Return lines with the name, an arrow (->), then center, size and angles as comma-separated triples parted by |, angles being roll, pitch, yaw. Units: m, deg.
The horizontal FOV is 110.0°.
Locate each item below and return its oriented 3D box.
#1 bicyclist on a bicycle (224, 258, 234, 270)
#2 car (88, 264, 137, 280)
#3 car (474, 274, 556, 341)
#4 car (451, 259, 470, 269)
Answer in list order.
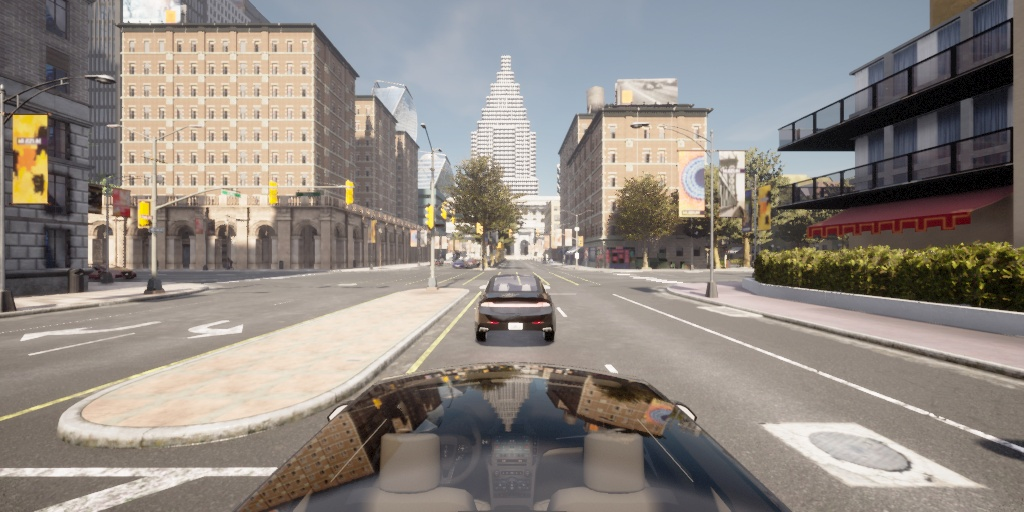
bicyclist on a bicycle -> -37.237, 1.050, 47.246 | 0.582, 1.620, 1.656 | 0, 0, 0
car -> -33.463, 1.314, 29.294 | 4.181, 1.385, 1.994 | 0, 0, 0
car -> 0.083, 1.241, 9.836 | 2.128, 1.511, 4.902 | 0, 0, 0
car -> -8.010, 1.275, 55.065 | 1.812, 1.442, 4.674 | 0, 0, 0
